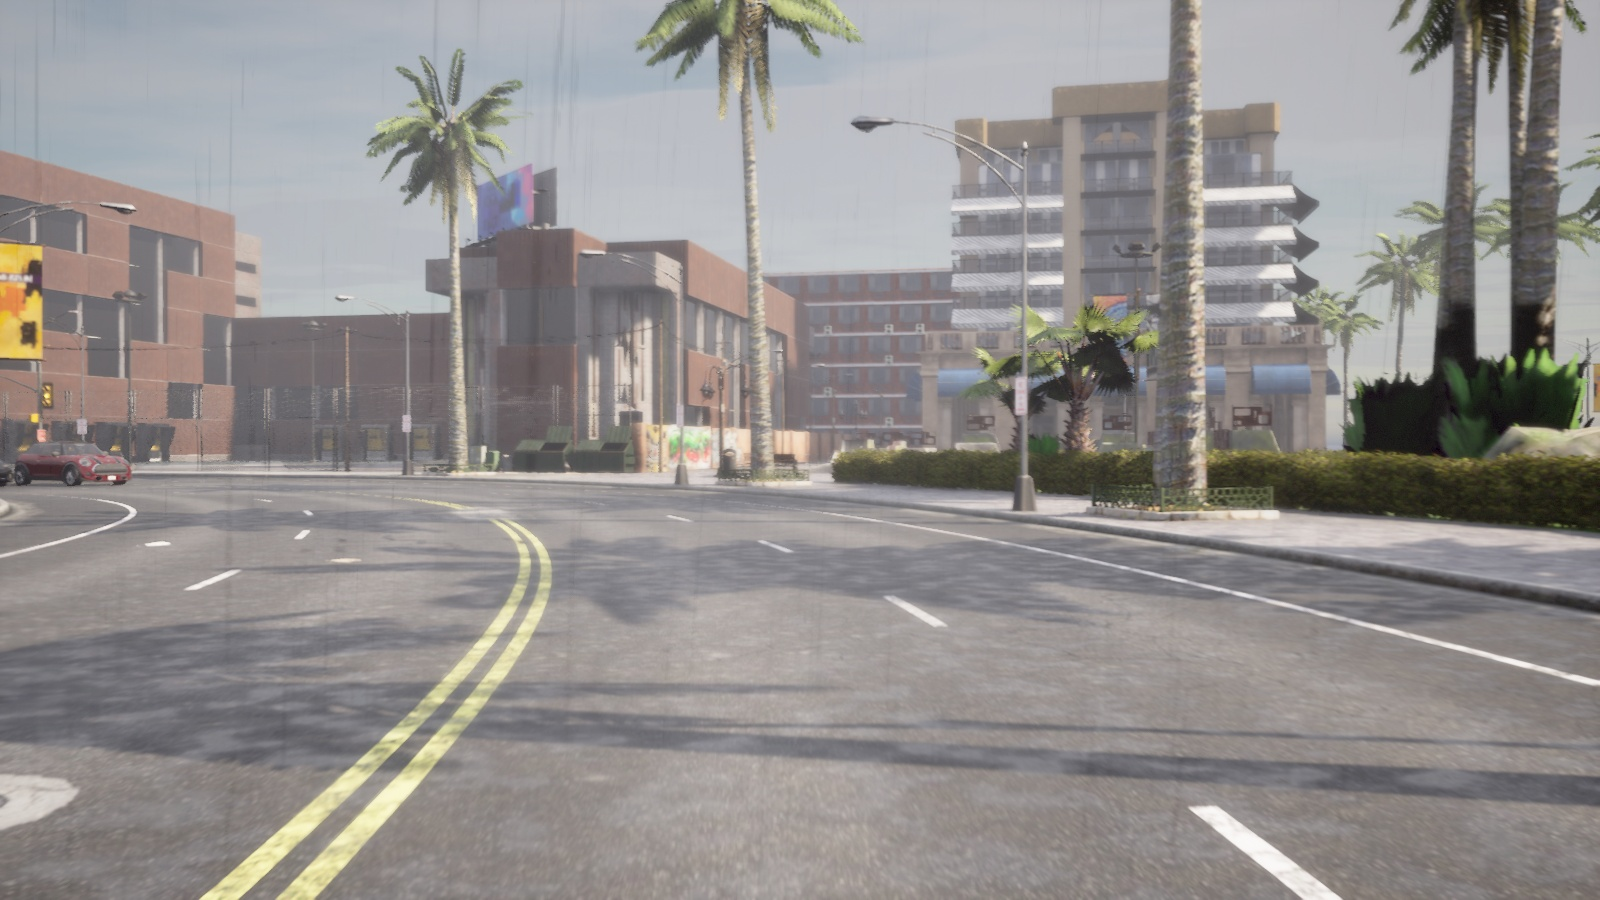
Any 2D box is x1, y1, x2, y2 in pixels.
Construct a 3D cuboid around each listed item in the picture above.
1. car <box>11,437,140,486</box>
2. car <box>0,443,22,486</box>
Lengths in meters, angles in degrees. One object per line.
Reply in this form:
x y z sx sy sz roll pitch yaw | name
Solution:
-27.430 0.410 47.533 4.553 1.767 2.097 0 0 27 | car
-30.365 0.508 45.086 4.514 1.525 2.007 0 0 26 | car
